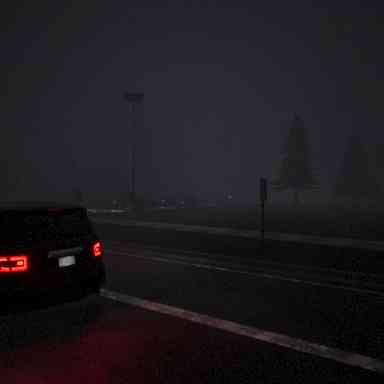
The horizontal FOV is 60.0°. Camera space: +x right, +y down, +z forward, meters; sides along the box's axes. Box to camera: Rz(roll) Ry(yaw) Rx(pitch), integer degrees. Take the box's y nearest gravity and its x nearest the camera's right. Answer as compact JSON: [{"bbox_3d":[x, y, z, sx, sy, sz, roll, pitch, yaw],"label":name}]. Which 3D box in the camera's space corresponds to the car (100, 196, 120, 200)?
[{"bbox_3d":[-9.329,1.351,43.910,2.097,1.767,4.553,0,0,35],"label":"car"}]

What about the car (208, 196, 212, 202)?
[{"bbox_3d":[5.665,1.600,65.301,1.895,1.301,4.718,0,0,35],"label":"car"}]

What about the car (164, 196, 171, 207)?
[{"bbox_3d":[-3.863,1.352,51.745,2.097,1.767,4.553,0,0,35],"label":"car"}]

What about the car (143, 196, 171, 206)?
[{"bbox_3d":[-5.780,1.503,55.113,1.837,1.490,4.892,0,0,35],"label":"car"}]

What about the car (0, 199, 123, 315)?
[{"bbox_3d":[-4.238,1.221,6.970,5.566,2.045,2.150,0,0,35],"label":"car"}]

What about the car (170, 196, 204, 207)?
[{"bbox_3d":[-0.673,1.503,50.202,1.837,1.490,4.892,0,0,35],"label":"car"}]

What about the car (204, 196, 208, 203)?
[{"bbox_3d":[3.075,1.546,67.677,2.033,1.411,5.357,0,0,35],"label":"car"}]

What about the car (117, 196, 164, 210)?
[{"bbox_3d":[-6.395,1.546,42.001,2.033,1.411,5.357,0,0,35],"label":"car"}]

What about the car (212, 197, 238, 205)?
[{"bbox_3d":[6.360,1.545,60.258,2.033,1.411,5.357,0,0,35],"label":"car"}]
